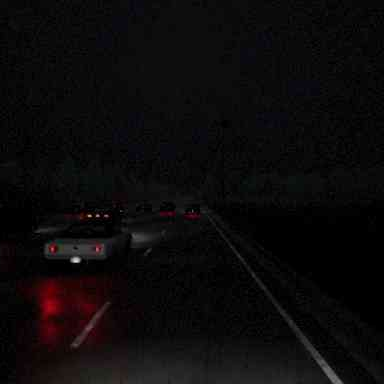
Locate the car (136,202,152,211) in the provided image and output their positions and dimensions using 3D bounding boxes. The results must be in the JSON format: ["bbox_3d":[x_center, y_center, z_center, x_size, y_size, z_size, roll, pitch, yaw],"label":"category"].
[{"bbox_3d":[-6.939,2.072,48.191,1.994,1.385,4.181,0,-1,0],"label":"car"}]

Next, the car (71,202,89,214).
[{"bbox_3d":[-13.928,1.973,42.374,1.812,1.442,4.674,0,-1,0],"label":"car"}]

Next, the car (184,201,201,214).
[{"bbox_3d":[0.073,1.938,40.956,1.837,1.490,4.892,0,-1,0],"label":"car"}]

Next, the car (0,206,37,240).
[{"bbox_3d":[-10.411,1.547,18.285,2.097,1.767,4.553,0,0,0],"label":"car"}]

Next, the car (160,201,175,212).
[{"bbox_3d":[-3.437,1.993,47.635,2.128,1.511,4.902,0,-1,0],"label":"car"}]

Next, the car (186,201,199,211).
[{"bbox_3d":[0.050,2.103,51.040,1.994,1.385,4.181,0,-1,0],"label":"car"}]

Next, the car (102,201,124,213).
[{"bbox_3d":[-10.430,1.991,44.045,1.812,1.442,4.674,0,-1,0],"label":"car"}]

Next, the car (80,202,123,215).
[{"bbox_3d":[-6.918,1.832,26.882,2.033,1.411,5.357,0,-1,0],"label":"car"}]

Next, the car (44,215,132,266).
[{"bbox_3d":[-3.415,1.729,11.984,1.895,1.301,4.718,0,-1,0],"label":"car"}]
